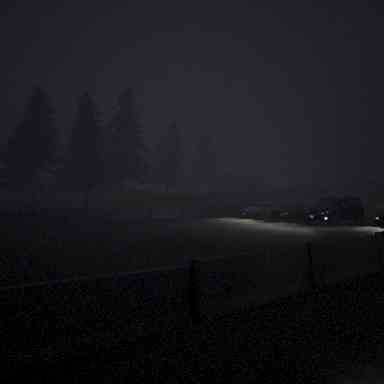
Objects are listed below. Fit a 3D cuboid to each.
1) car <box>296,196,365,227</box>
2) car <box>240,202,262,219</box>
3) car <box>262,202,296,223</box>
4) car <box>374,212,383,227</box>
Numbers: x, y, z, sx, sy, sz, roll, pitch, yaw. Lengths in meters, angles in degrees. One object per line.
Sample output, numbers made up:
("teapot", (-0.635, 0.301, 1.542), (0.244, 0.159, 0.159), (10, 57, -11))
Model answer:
("car", (10.432, 1.340, 24.335), (5.566, 2.045, 2.150), (1, 0, -36))
("car", (6.394, 1.644, 30.052), (4.674, 1.442, 1.812), (1, 0, -35))
("car", (8.406, 1.596, 27.188), (5.008, 1.535, 1.882), (1, 0, -35))
("car", (14.900, 1.698, 23.225), (5.357, 1.411, 2.033), (1, 0, -35))
